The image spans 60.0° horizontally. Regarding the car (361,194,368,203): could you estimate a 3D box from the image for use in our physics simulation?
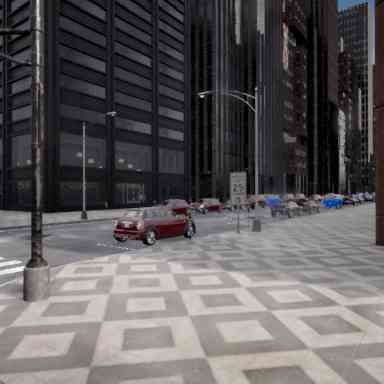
[{"bbox_3d":[27.933,1.409,56.237,1.947,1.339,4.313,0,0,36],"label":"car"}]

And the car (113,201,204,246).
[{"bbox_3d":[-1.543,1.393,15.256,1.967,1.590,4.097,0,0,36],"label":"car"}]

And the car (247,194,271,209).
[{"bbox_3d":[7.901,1.233,42.987,2.192,1.841,5.009,0,0,36],"label":"car"}]

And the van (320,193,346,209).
[{"bbox_3d":[18.107,1.216,42.576,1.690,1.788,3.998,0,0,36],"label":"van"}]

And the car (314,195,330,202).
[{"bbox_3d":[27.554,1.406,70.310,2.008,1.369,4.403,0,0,36],"label":"car"}]

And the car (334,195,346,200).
[{"bbox_3d":[37.380,1.396,83.972,1.947,1.339,4.313,0,0,36],"label":"car"}]

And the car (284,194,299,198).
[{"bbox_3d":[14.452,1.210,52.095,2.192,1.841,5.009,0,0,36],"label":"car"}]

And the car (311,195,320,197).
[{"bbox_3d":[24.278,1.305,65.756,1.967,1.590,4.097,0,0,36],"label":"car"}]

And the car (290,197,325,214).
[{"bbox_3d":[11.558,1.465,33.469,1.947,1.339,4.313,0,0,36],"label":"car"}]

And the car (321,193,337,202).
[{"bbox_3d":[30.829,1.162,74.864,2.192,1.841,5.009,0,0,36],"label":"car"}]

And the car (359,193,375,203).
[{"bbox_3d":[34.484,1.370,65.345,1.887,1.381,4.507,0,0,36],"label":"car"}]

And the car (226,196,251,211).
[{"bbox_3d":[4.626,1.481,38.433,2.008,1.369,4.403,0,0,36],"label":"car"}]

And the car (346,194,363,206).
[{"bbox_3d":[24.658,1.419,51.683,1.947,1.339,4.313,0,0,36],"label":"car"}]

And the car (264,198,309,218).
[{"bbox_3d":[8.282,1.463,28.916,2.008,1.369,4.403,0,0,36],"label":"car"}]

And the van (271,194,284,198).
[{"bbox_3d":[11.176,1.247,47.540,1.690,1.788,3.998,0,0,36],"label":"van"}]

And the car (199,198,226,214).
[{"bbox_3d":[1.351,1.383,33.879,1.967,1.590,4.097,0,0,36],"label":"car"}]

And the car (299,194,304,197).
[{"bbox_3d":[17.727,1.199,56.648,2.192,1.841,5.009,0,0,36],"label":"car"}]

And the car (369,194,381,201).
[{"bbox_3d":[41.034,1.247,74.451,1.967,1.590,4.097,0,0,36],"label":"car"}]
